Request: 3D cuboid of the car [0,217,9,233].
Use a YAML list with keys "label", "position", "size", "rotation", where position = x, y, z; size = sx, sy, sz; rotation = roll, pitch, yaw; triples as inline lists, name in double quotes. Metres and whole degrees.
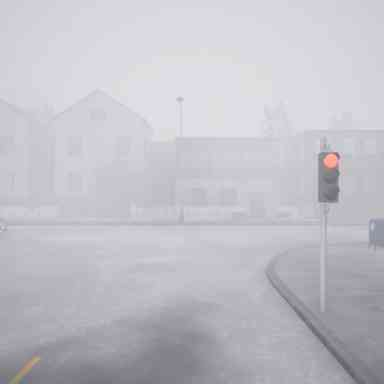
- label: "car"
  position: [-11.647, 1.491, 16.252]
  size: [4.902, 1.511, 2.128]
  rotation: [0, 0, 0]
